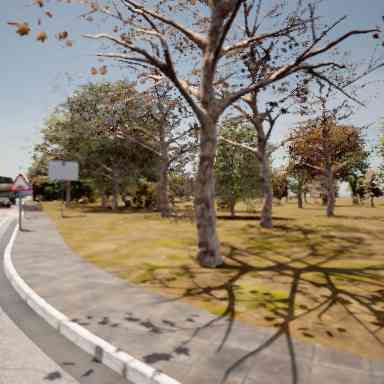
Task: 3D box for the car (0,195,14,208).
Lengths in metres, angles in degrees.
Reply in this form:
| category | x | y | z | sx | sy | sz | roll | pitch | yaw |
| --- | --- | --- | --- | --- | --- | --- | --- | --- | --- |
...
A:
| category | x | y | z | sx | sy | sz | roll | pitch | yaw |
| --- | --- | --- | --- | --- | --- | --- | --- | --- | --- |
| car | -25.174 | 1.465 | 44.104 | 1.895 | 1.301 | 4.718 | 0 | 0 | -26 |

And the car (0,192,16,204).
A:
| category | x | y | z | sx | sy | sz | roll | pitch | yaw |
| --- | --- | --- | --- | --- | --- | --- | --- | --- | --- |
| car | -29.505 | 1.036 | 53.123 | 2.150 | 2.045 | 5.566 | 0 | 0 | -26 |
